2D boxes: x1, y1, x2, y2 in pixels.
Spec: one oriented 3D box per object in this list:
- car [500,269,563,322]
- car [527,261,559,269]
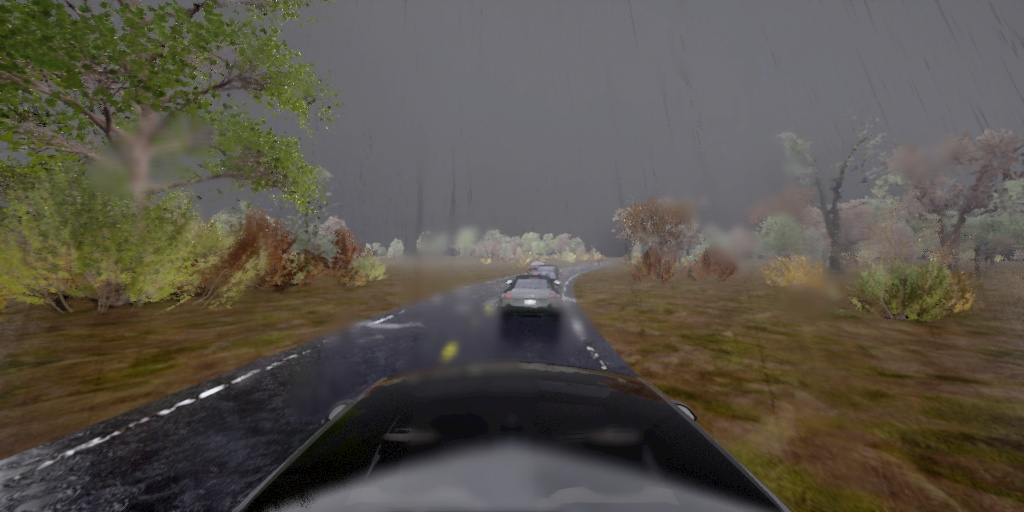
[{"bbox_3d":[0.739,1.335,12.510,1.994,1.385,4.181,0,0,6],"label":"car"},{"bbox_3d":[2.746,1.356,27.041,2.033,1.411,5.357,0,0,11],"label":"car"}]
